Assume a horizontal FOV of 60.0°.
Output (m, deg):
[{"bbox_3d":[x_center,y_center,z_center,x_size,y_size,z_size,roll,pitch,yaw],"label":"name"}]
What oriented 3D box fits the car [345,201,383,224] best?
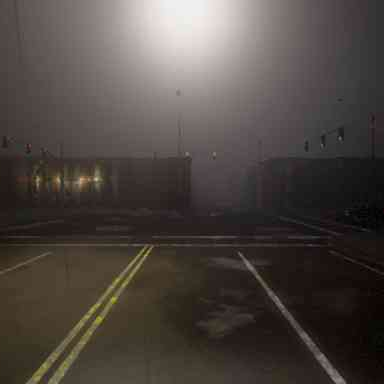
[{"bbox_3d":[13.684,1.437,24.075,4.902,1.511,2.128,0,0,0],"label":"car"}]
